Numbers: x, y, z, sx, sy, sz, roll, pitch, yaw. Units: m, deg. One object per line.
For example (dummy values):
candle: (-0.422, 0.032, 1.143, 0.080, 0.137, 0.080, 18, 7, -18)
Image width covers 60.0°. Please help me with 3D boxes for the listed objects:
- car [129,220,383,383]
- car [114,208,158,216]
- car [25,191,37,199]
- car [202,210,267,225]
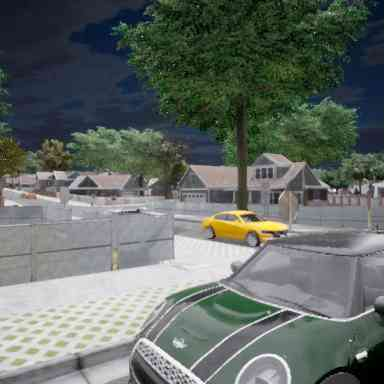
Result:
car: (1.557, 1.349, 4.056, 4.553, 1.767, 2.097, 0, 0, -35)
car: (-4.438, 1.933, 26.382, 1.895, 1.301, 4.718, 0, 0, -35)
car: (-39.415, 0.715, 81.127, 2.097, 1.767, 4.553, 0, 2, -35)
car: (2.490, 1.696, 16.502, 1.882, 1.535, 5.008, 0, -1, -35)
